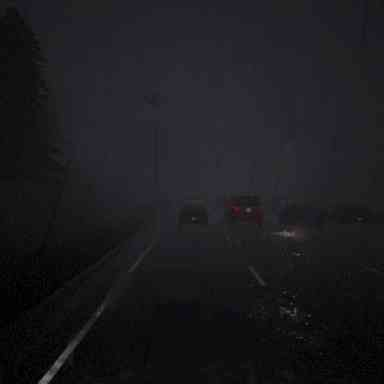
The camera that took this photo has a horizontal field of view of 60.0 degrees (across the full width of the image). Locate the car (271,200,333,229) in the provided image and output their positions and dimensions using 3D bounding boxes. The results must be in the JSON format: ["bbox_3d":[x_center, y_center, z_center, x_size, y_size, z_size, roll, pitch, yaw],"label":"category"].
[{"bbox_3d":[7.099,1.521,22.079,2.128,1.511,4.902,0,0,0],"label":"car"}]

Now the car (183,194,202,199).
[{"bbox_3d":[0.098,1.275,41.125,2.150,2.045,5.566,0,0,0],"label":"car"}]

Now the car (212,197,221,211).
[{"bbox_3d":[3.598,1.407,41.623,2.097,1.767,4.553,0,0,0],"label":"car"}]

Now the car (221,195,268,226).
[{"bbox_3d":[3.598,1.253,23.847,2.150,2.045,5.566,0,0,0],"label":"car"}]

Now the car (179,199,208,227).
[{"bbox_3d":[0.099,1.508,23.109,1.882,1.535,5.008,0,0,0],"label":"car"}]

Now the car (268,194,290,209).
[{"bbox_3d":[10.597,1.276,41.256,2.150,2.045,5.566,0,0,0],"label":"car"}]

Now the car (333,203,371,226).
[{"bbox_3d":[10.598,1.523,23.425,2.128,1.511,4.902,0,0,0],"label":"car"}]

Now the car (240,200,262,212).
[{"bbox_3d":[7.097,1.654,40.478,1.895,1.301,4.718,0,0,0],"label":"car"}]
